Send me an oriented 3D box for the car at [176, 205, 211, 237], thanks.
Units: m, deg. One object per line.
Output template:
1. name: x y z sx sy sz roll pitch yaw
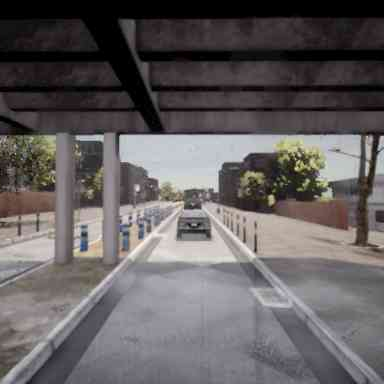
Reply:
1. car: 0.094 1.664 18.675 2.033 1.411 5.357 0 -1 0

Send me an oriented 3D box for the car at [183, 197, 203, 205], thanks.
1. car: 0.099 1.677 42.281 2.150 2.045 5.566 0 -1 0
